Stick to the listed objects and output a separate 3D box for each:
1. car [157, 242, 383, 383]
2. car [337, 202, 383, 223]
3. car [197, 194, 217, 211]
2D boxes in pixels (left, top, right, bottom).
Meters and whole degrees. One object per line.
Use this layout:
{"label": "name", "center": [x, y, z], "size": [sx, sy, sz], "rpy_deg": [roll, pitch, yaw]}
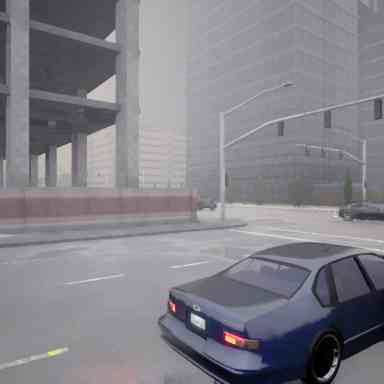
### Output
{"label": "car", "center": [2.123, 1.547, 5.303], "size": [5.357, 1.411, 2.033], "rpy_deg": [0, 0, -35]}
{"label": "car", "center": [12.950, 1.491, 23.768], "size": [2.128, 1.511, 4.902], "rpy_deg": [0, 0, -36]}
{"label": "car", "center": [0.712, 1.221, 40.634], "size": [2.150, 2.045, 5.566], "rpy_deg": [0, 0, -36]}
